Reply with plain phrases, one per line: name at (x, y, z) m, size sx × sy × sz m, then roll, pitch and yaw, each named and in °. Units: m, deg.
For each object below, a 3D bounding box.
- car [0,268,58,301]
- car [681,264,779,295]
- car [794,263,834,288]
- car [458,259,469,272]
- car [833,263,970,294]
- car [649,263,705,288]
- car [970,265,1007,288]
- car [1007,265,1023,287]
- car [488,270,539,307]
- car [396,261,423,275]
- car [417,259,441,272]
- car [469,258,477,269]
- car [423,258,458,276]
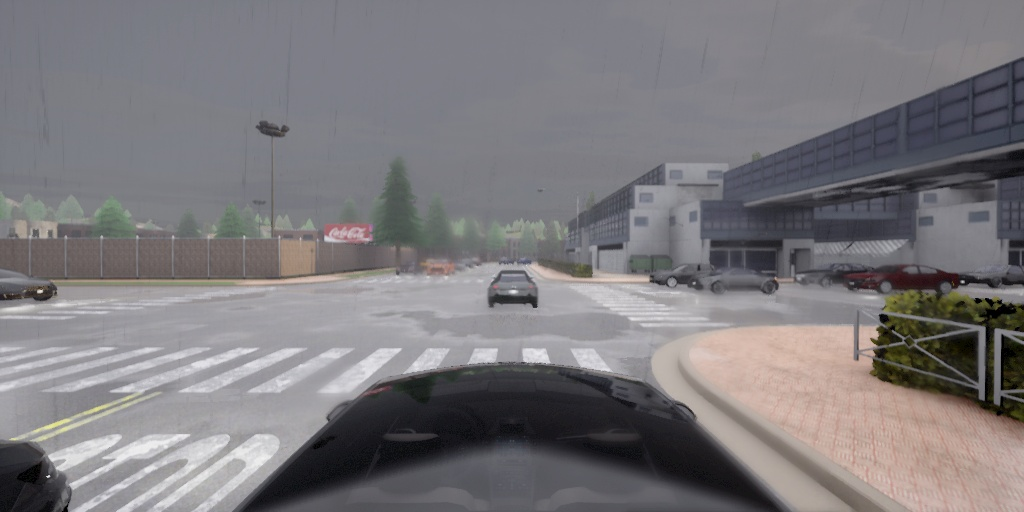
car at (-21.880, 1.217, 14.773) m, size 4.892 × 1.490 × 1.837 m, roll 0°, pitch 0°, yaw 0°
car at (11.772, 1.285, 19.224) m, size 4.181 × 1.385 × 1.994 m, roll 0°, pitch 0°, yaw -1°
car at (20.691, 1.207, 22.750) m, size 4.902 × 1.511 × 2.128 m, roll 0°, pitch 0°, yaw 0°
car at (-7.023, 1.281, 45.124) m, size 1.895 × 1.301 × 4.718 m, roll 0°, pitch 0°, yaw 0°
car at (20.744, 1.199, 19.249) m, size 5.008 × 1.535 × 1.882 m, roll 0°, pitch 0°, yaw 0°
car at (11.275, 1.221, 22.765) m, size 4.892 × 1.490 × 1.837 m, roll 0°, pitch 0°, yaw 1°
car at (31.278, 1.263, 22.776) m, size 5.357 × 1.411 × 2.033 m, roll 0°, pitch 0°, yaw 0°
car at (30.696, 1.213, 19.272) m, size 4.902 × 1.511 × 2.128 m, roll 0°, pitch 0°, yaw 0°
car at (0.052, 1.292, 15.267) m, size 1.994 × 1.385 × 4.181 m, roll 0°, pitch 0°, yaw 0°
car at (-10.562, 1.256, 37.268) m, size 1.994 × 1.385 × 4.181 m, roll 0°, pitch 0°, yaw 0°
car at (-10.514, 1.156, 45.910) m, size 1.882 × 1.535 × 5.008 m, roll 0°, pitch 0°, yaw 1°
car at (-6.928, 1.168, 55.344) m, size 1.837 × 1.490 × 4.892 m, roll 0°, pitch 0°, yaw 1°
car at (-7.068, 1.046, 36.137) m, size 2.097 × 1.767 × 4.553 m, roll 0°, pitch 0°, yaw 0°
